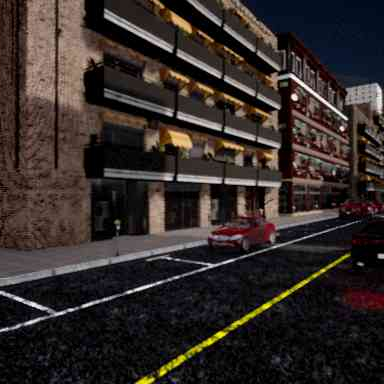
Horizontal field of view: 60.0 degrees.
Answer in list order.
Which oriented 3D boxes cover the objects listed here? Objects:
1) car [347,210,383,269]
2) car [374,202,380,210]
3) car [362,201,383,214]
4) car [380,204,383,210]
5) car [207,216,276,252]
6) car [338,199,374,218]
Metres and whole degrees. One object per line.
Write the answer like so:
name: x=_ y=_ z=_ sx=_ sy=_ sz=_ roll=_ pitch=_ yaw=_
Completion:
car: x=6.587 y=1.575 z=10.812 sx=1.882 sy=1.535 sz=5.008 roll=-1 pitch=-1 yaw=37
car: x=19.378 y=1.786 z=37.271 sx=1.967 sy=1.590 sz=4.097 roll=0 pitch=-1 yaw=37
car: x=22.786 y=1.926 z=41.761 sx=1.887 sy=1.381 sz=4.507 roll=0 pitch=-1 yaw=37
car: x=22.753 y=1.855 z=37.332 sx=1.812 sy=1.442 sz=4.674 roll=-1 pitch=-1 yaw=38
car: x=2.346 y=1.747 z=14.819 sx=1.802 sy=1.307 sz=4.206 roll=-1 pitch=-1 yaw=37
car: x=15.972 y=1.625 z=32.782 sx=2.192 sy=1.841 sz=5.009 roll=0 pitch=-1 yaw=37
